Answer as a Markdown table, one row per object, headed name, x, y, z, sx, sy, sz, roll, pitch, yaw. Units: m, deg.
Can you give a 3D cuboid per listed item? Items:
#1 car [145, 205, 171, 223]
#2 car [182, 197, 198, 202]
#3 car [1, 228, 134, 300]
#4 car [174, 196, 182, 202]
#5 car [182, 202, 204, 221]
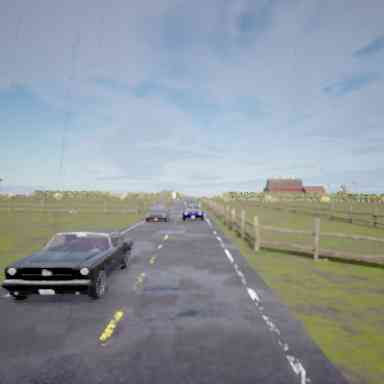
| name | x | y | z | sx | sy | sz | roll | pitch | yaw |
| --- | --- | --- | --- | --- | --- | --- | --- | --- | --- |
| car | -2.847 | 1.803 | 28.798 | 2.033 | 1.411 | 5.357 | 0 | -1 | 0 |
| car | 0.094 | 1.721 | 41.662 | 2.097 | 1.767 | 4.553 | 0 | -1 | 0 |
| car | -2.852 | 1.679 | 8.741 | 1.895 | 1.301 | 4.718 | 0 | -1 | 0 |
| car | -2.741 | 1.588 | 69.320 | 2.097 | 1.767 | 4.553 | 0 | -1 | 0 |
| car | 0.099 | 1.871 | 30.345 | 1.895 | 1.301 | 4.718 | 0 | 0 | 0 |
